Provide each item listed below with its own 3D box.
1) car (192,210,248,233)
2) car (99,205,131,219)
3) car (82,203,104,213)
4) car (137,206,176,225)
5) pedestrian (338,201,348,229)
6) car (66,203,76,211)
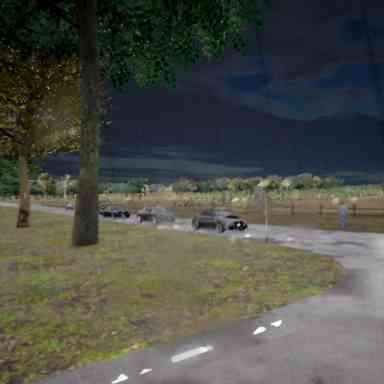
[{"bbox_3d":[1.778,1.909,22.408,1.994,1.385,4.181,-1,0,-35],"label":"car"},{"bbox_3d":[-8.548,2.271,37.082,1.895,1.301,4.718,-1,0,-35],"label":"car"},{"bbox_3d":[-15.499,2.501,52.067,1.895,1.301,4.718,-1,0,-35],"label":"car"},{"bbox_3d":[-3.255,2.011,29.552,1.837,1.490,4.892,-1,0,-35],"label":"car"},{"bbox_3d":[9.758,1.460,21.439,0.375,1.860,0.375,-3,1,-35],"label":"pedestrian"},{"bbox_3d":[-21.355,2.637,60.380,1.994,1.385,4.181,-1,0,-35],"label":"car"}]
